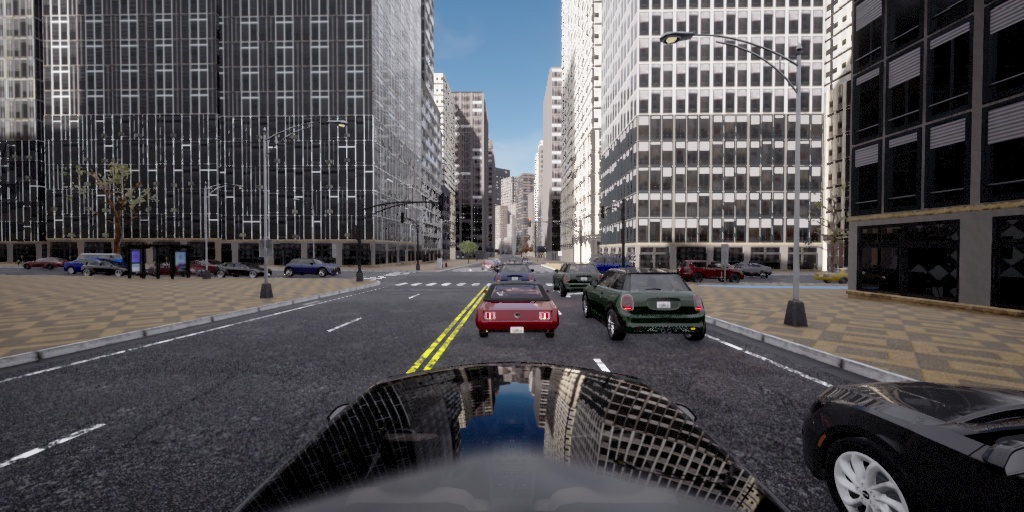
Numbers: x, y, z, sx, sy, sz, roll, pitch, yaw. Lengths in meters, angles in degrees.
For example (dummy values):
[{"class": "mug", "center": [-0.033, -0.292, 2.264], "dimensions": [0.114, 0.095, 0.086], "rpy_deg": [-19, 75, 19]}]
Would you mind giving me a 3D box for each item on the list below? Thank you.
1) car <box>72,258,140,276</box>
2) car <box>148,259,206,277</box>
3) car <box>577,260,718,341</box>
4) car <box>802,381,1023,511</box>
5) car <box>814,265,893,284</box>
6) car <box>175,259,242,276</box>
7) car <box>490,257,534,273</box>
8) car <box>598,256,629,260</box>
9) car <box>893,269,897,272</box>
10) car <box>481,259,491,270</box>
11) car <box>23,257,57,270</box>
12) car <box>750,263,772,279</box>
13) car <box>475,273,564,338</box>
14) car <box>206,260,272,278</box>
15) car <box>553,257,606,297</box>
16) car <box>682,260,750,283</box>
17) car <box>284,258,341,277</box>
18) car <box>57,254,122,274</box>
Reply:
[{"class": "car", "center": [-34.035, 1.070, 30.577], "dimensions": [4.313, 1.339, 1.948], "rpy_deg": [0, 0, 1]}, {"class": "car", "center": [-28.355, 1.139, 30.391], "dimensions": [4.207, 1.307, 1.802], "rpy_deg": [0, 0, 1]}, {"class": "car", "center": [3.359, 1.098, 10.045], "dimensions": [2.097, 1.767, 4.553], "rpy_deg": [0, 0, 0]}, {"class": "car", "center": [3.342, 1.255, 0.990], "dimensions": [1.837, 1.490, 4.892], "rpy_deg": [0, 0, 0]}, {"class": "car", "center": [27.700, 1.579, 29.410], "dimensions": [4.829, 1.417, 1.751], "rpy_deg": [0, 0, 1]}, {"class": "car", "center": [-27.948, 1.042, 33.075], "dimensions": [4.674, 1.442, 1.812], "rpy_deg": [1, 1, 2]}, {"class": "car", "center": [0.136, 1.092, 19.136], "dimensions": [2.097, 1.767, 4.553], "rpy_deg": [0, 0, 0]}, {"class": "car", "center": [9.103, 1.012, 36.030], "dimensions": [5.566, 2.045, 2.150], "rpy_deg": [1, 1, 10]}, {"class": "car", "center": [33.170, 1.684, 29.304], "dimensions": [4.207, 1.307, 1.802], "rpy_deg": [0, 0, 1]}, {"class": "car", "center": [-3.224, 1.241, 50.612], "dimensions": [1.812, 1.442, 4.674], "rpy_deg": [0, 0, 0]}, {"class": "car", "center": [-50.889, 0.794, 39.391], "dimensions": [4.207, 1.307, 1.802], "rpy_deg": [0, 0, 1]}, {"class": "car", "center": [22.777, 1.410, 35.277], "dimensions": [4.902, 1.511, 2.128], "rpy_deg": [1, 1, 1]}, {"class": "car", "center": [0.115, 1.347, 10.142], "dimensions": [1.895, 1.301, 4.718], "rpy_deg": [0, 0, 0]}, {"class": "car", "center": [-22.671, 1.174, 30.246], "dimensions": [4.313, 1.339, 1.948], "rpy_deg": [0, 0, 1]}, {"class": "car", "center": [3.385, 1.093, 18.983], "dimensions": [2.097, 1.767, 4.553], "rpy_deg": [0, 0, 0]}, {"class": "car", "center": [16.253, 1.269, 29.632], "dimensions": [5.009, 1.841, 2.192], "rpy_deg": [0, 0, 1]}, {"class": "car", "center": [-18.167, 0.958, 32.815], "dimensions": [4.553, 1.767, 2.097], "rpy_deg": [1, 1, 2]}, {"class": "car", "center": [-38.421, 0.899, 33.311], "dimensions": [5.008, 1.535, 1.882], "rpy_deg": [1, 1, 2]}]
